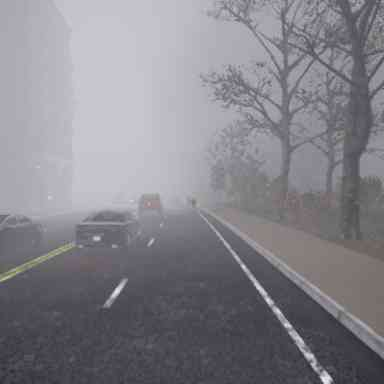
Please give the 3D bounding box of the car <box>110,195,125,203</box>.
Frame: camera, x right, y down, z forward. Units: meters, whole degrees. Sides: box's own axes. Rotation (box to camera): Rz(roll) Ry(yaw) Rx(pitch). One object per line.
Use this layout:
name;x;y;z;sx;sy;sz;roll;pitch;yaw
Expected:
car;-12.130;1.224;54.982;2.097;1.767;4.553;0;0;-4

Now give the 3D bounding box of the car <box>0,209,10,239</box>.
car;-10.049;1.537;14.491;1.994;1.385;4.181;0;0;-1

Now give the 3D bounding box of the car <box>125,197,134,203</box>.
car;-8.605;1.424;51.641;2.033;1.411;5.357;0;0;-4

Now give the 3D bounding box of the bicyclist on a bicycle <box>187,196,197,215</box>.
bicyclist on a bicycle;0.148;1.293;30.745;0.659;1.776;1.843;0;0;-3

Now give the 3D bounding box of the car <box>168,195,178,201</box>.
car;-4.371;1.334;76.629;2.033;1.411;5.357;0;0;-7

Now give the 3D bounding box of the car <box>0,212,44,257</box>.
car;-6.732;1.470;11.177;2.128;1.511;4.902;0;0;-1

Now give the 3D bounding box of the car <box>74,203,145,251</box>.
car;-3.338;1.447;13.957;1.882;1.535;5.008;0;0;-1

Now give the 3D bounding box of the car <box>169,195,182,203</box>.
car;-3.034;1.397;63.955;1.994;1.385;4.181;0;0;-5

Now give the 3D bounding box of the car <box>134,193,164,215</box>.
car;-3.996;1.143;32.656;2.150;2.045;5.566;0;0;-3
